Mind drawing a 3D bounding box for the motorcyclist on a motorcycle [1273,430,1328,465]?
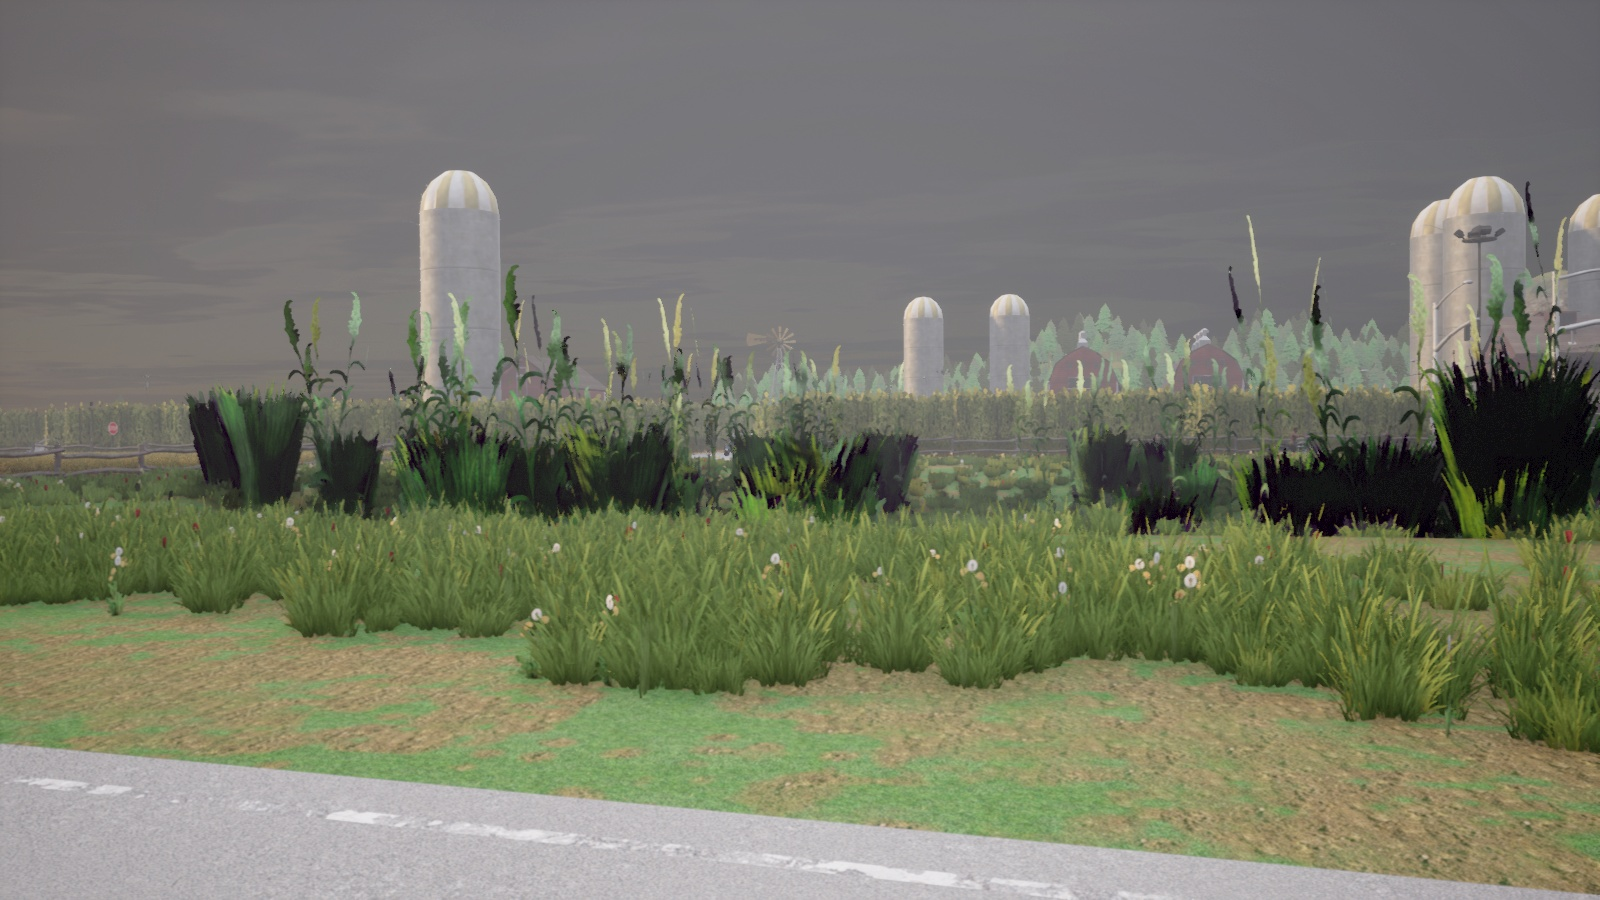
[{"bbox_3d":[23.927,-0.108,60.097,2.350,1.649,0.766,0,1,13],"label":"motorcyclist on a motorcycle"}]
